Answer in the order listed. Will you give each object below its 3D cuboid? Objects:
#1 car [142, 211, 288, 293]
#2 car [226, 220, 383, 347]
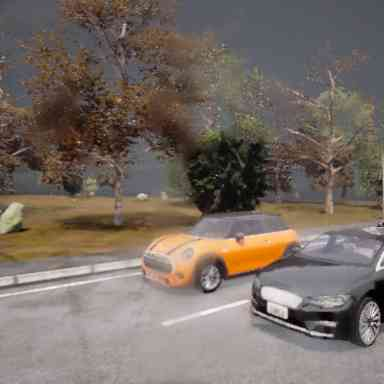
[{"bbox_3d":[0.927,1.378,9.078,4.553,1.767,2.097,0,0,-37],"label":"car"},{"bbox_3d":[3.239,1.502,6.434,4.902,1.511,2.128,0,0,-37],"label":"car"}]
